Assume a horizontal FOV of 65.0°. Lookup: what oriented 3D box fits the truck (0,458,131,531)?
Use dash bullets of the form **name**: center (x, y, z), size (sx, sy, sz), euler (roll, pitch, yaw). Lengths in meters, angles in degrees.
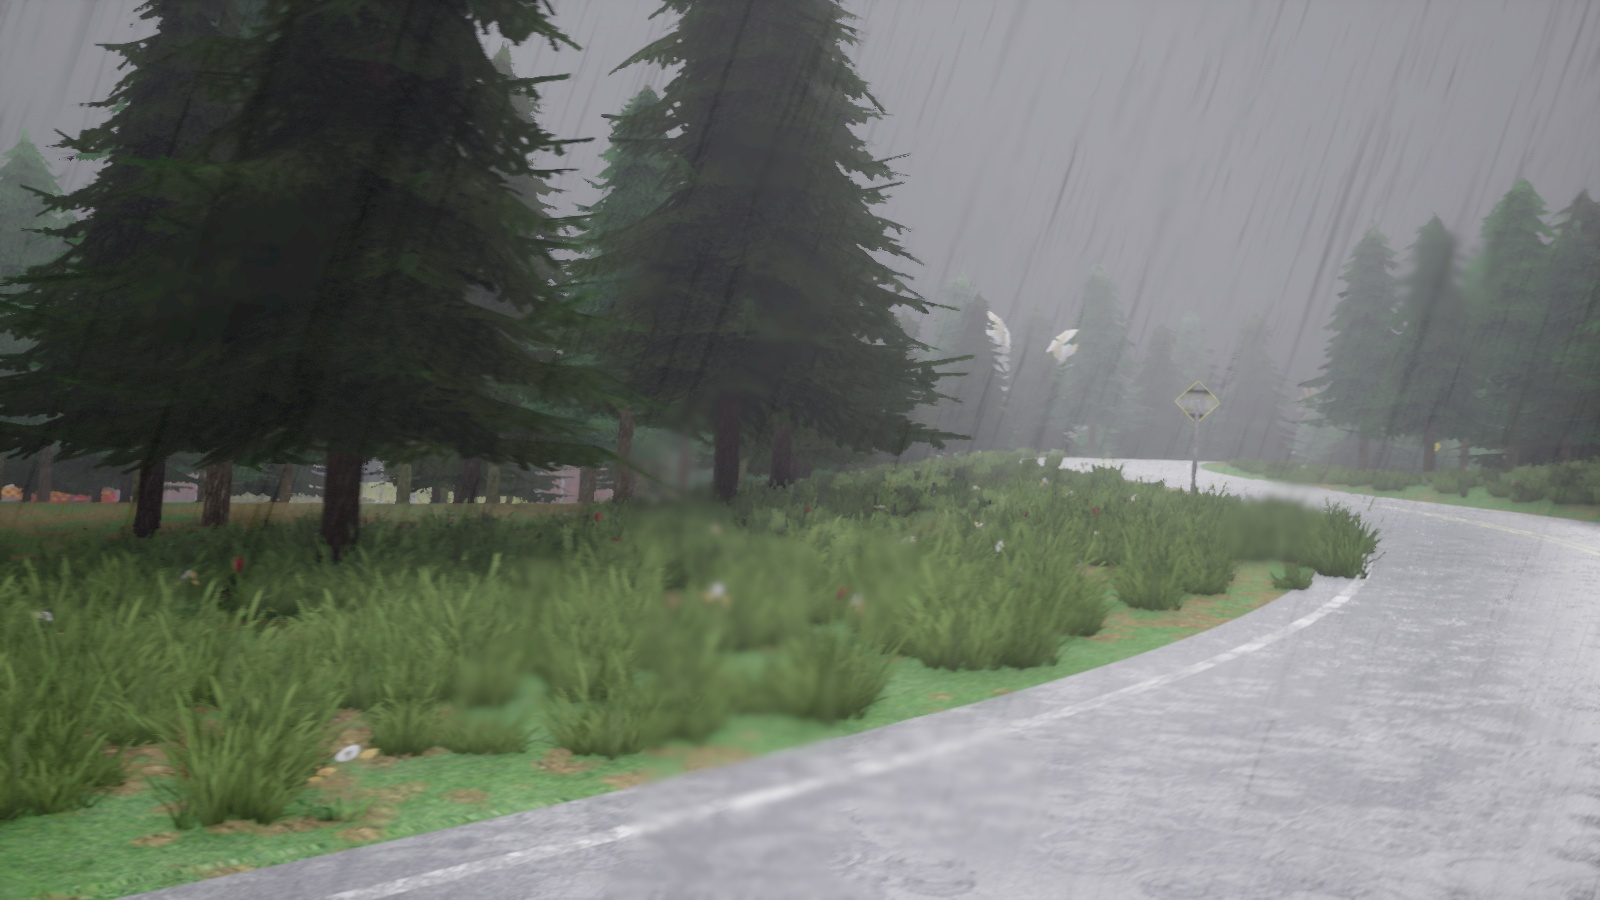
- **truck**: center (-44.212, 2.566, 73.400), size (8.468, 3.827, 2.891), euler (5, -4, -35)
